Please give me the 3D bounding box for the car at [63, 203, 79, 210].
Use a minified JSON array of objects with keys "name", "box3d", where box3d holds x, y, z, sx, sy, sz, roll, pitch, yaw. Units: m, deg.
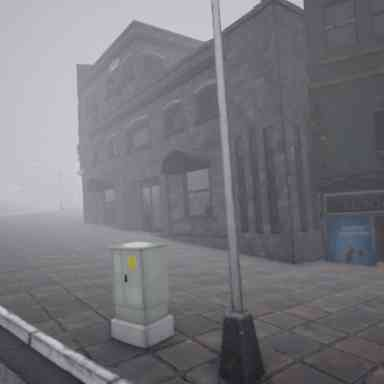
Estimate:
[{"name":"car","box3d":[-25.753,3.064,70.808,2.128,1.511,4.902,-4,-2,4]}]
